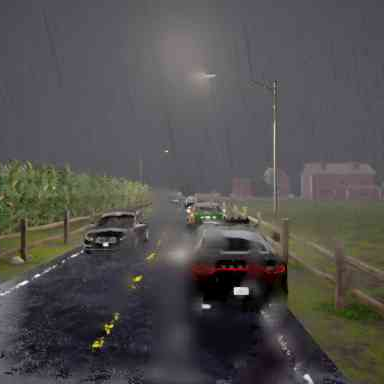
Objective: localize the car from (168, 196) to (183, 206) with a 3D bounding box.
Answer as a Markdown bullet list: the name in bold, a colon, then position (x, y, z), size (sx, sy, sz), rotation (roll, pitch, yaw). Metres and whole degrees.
- **car**: position (-2.985, 1.594, 56.483), size (2.033, 1.411, 5.357), rotation (0, 0, 0)

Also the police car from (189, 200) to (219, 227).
- **police car**: position (0.762, 1.425, 24.058), size (1.930, 1.638, 5.238), rotation (0, 0, 0)

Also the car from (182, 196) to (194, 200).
- **car**: position (-0.088, 1.625, 46.714), size (1.895, 1.301, 4.718), rotation (0, 0, 0)

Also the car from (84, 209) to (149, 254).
- **car**: position (-2.885, 1.505, 13.512), size (1.837, 1.490, 4.892), rotation (0, 0, 0)

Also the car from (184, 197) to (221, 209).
- **car**: position (0.778, 1.351, 17.919), size (2.097, 1.767, 4.553), rotation (0, 0, 0)

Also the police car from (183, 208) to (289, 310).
- **police car**: position (0.804, 1.425, 8.058), size (1.930, 1.638, 5.238), rotation (0, 0, 0)
